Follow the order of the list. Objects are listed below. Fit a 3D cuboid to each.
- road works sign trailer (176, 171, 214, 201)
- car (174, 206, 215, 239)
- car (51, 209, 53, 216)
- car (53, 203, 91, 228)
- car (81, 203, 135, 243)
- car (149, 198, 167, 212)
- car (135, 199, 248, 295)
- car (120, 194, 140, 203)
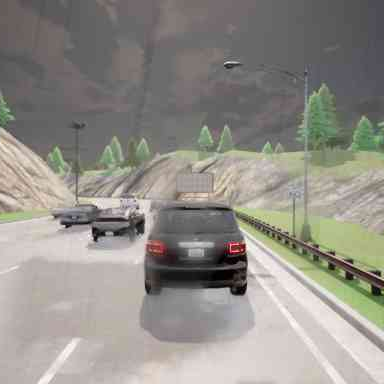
[{"bbox_3d":[0.188,0.464,21.561,2.380,3.560,2.880,0,0,0],"label":"road works sign trailer"},{"bbox_3d":[0.107,1.559,18.065,1.994,1.385,4.181,0,0,0],"label":"car"},{"bbox_3d":[-10.512,1.601,29.032,1.895,1.301,4.718,0,0,-1],"label":"car"},{"bbox_3d":[-6.923,1.548,22.025,2.033,1.411,5.357,0,0,0],"label":"car"},{"bbox_3d":[-3.419,1.492,16.162,2.128,1.511,4.902,0,0,0],"label":"car"},{"bbox_3d":[-4.199,1.547,40.906,2.033,1.411,5.357,0,0,-6],"label":"car"},{"bbox_3d":[0.088,1.221,8.840,2.150,2.045,5.566,0,0,0],"label":"car"},{"bbox_3d":[-7.849,1.222,41.871,2.150,2.045,5.566,0,0,-7],"label":"car"}]
